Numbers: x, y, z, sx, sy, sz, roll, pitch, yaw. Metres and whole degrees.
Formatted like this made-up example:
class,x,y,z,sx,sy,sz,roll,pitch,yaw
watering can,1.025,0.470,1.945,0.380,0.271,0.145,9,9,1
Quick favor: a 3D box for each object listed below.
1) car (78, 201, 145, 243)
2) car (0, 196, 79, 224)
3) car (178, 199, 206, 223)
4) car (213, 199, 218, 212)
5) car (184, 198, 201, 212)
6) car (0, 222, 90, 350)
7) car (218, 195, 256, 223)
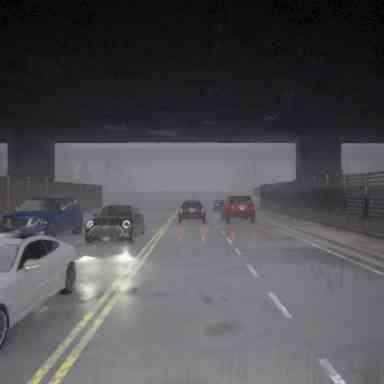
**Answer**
class,x,y,z,sx,sy,sz,roll,pitch,yaw
car,-3.574,1.378,16.122,2.097,1.767,4.553,0,0,0
car,-7.007,1.243,16.108,2.150,2.045,5.566,0,0,0
car,0.014,1.393,26.035,2.097,1.767,4.553,0,0,0
car,3.548,1.590,40.225,1.812,1.442,4.674,0,0,0
car,0.044,1.541,39.886,1.882,1.535,5.008,0,0,0
car,-3.583,1.536,6.133,1.812,1.442,4.674,0,0,0
car,3.519,1.263,25.834,2.150,2.045,5.566,0,0,0
